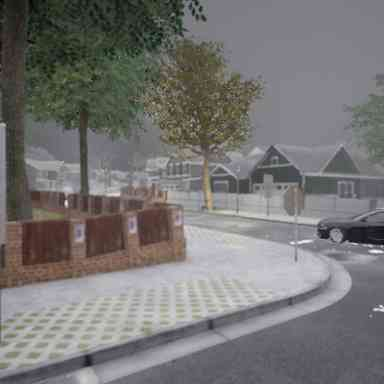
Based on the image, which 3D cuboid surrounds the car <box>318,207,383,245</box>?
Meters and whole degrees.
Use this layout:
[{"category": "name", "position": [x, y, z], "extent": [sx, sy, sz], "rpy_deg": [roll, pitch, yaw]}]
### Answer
[{"category": "car", "position": [7.570, 1.345, 13.002], "extent": [5.008, 1.535, 1.882], "rpy_deg": [1, 4, 31]}]

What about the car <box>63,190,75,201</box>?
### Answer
[{"category": "car", "position": [-17.503, 0.455, 47.376], "extent": [1.812, 1.442, 4.674], "rpy_deg": [0, 1, -31]}]
